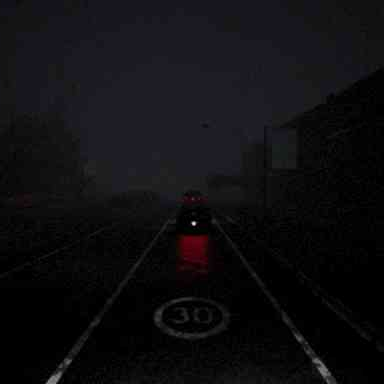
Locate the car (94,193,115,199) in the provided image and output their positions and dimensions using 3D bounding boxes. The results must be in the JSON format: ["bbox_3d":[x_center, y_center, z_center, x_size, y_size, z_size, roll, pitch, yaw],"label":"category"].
[{"bbox_3d":[-21.957,1.053,83.682,4.674,1.452,2.002,0,0,0],"label":"car"}]

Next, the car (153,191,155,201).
[{"bbox_3d":[-8.854,1.004,53.195,4.892,1.521,2.231,0,0,0],"label":"car"}]

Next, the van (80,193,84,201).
[{"bbox_3d":[-22.045,0.772,58.738,4.442,1.987,1.878,0,0,0],"label":"van"}]

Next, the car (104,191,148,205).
[{"bbox_3d":[-8.845,1.039,44.790,4.892,1.521,2.231,0,0,0],"label":"car"}]

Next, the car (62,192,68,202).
[{"bbox_3d":[-21.930,1.054,50.390,4.674,1.452,2.002,0,0,0],"label":"car"}]

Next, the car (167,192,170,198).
[{"bbox_3d":[-8.875,1.011,84.032,5.008,1.535,2.097,0,0,0],"label":"car"}]

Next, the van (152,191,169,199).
[{"bbox_3d":[-8.776,0.812,92.440,4.442,1.987,1.878,0,0,0],"label":"van"}]

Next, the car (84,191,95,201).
[{"bbox_3d":[-21.931,1.039,64.310,4.674,1.452,2.002,0,0,0],"label":"car"}]

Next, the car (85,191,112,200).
[{"bbox_3d":[-21.924,0.752,78.235,5.566,2.045,2.435,0,0,0],"label":"car"}]

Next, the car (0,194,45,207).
[{"bbox_3d":[-21.927,1.057,42.034,5.008,1.535,2.097,0,0,0],"label":"car"}]

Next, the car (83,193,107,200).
[{"bbox_3d":[-21.977,1.030,75.452,4.792,1.488,2.163,0,0,0],"label":"car"}]

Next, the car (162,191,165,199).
[{"bbox_3d":[-8.855,0.998,70.016,5.008,1.535,2.097,0,0,0],"label":"car"}]

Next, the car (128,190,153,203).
[{"bbox_3d":[-8.878,0.772,47.590,5.566,2.045,2.435,0,0,0],"label":"car"}]

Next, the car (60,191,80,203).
[{"bbox_3d":[-21.897,0.876,55.958,4.553,1.767,2.185,0,0,0],"label":"car"}]

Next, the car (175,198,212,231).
[{"bbox_3d":[0.094,1.315,19.232,1.837,1.490,4.892,0,1,0],"label":"car"}]

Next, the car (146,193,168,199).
[{"bbox_3d":[-9.070,1.016,86.832,5.366,1.575,1.946,0,0,0],"label":"car"}]

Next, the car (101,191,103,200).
[{"bbox_3d":[-21.934,1.000,69.882,5.008,1.535,2.097,0,0,0],"label":"car"}]

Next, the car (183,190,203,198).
[{"bbox_3d":[0.097,0.836,39.032,2.150,2.045,5.566,0,1,0],"label":"car"}]

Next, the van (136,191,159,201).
[{"bbox_3d":[-8.973,0.772,67.212,4.442,1.987,1.878,0,0,0],"label":"van"}]

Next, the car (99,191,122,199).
[{"bbox_3d":[-21.939,0.778,89.253,5.566,2.045,2.435,0,0,0],"label":"car"}]

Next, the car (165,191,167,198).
[{"bbox_3d":[-8.893,0.747,72.820,5.566,2.045,2.435,0,0,0],"label":"car"}]

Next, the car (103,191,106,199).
[{"bbox_3d":[-21.915,1.030,72.667,4.792,1.488,2.163,0,0,0],"label":"car"}]

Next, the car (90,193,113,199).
[{"bbox_3d":[-21.951,1.008,81.022,5.008,1.535,2.097,0,0,0],"label":"car"}]

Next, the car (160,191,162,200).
[{"bbox_3d":[-8.848,0.998,64.410,4.892,1.521,2.231,0,0,0],"label":"car"}]

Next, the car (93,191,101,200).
[{"bbox_3d":[-21.751,0.997,67.096,5.366,1.575,1.946,0,0,0],"label":"car"}]

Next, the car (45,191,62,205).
[{"bbox_3d":[-21.934,1.024,47.603,5.008,1.535,2.097,0,0,0],"label":"car"}]

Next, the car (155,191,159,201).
[{"bbox_3d":[-8.877,0.748,56.000,5.566,2.045,2.435,0,0,0],"label":"car"}]

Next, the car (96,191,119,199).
[{"bbox_3d":[-21.935,0.769,86.591,5.566,2.045,2.435,0,0,0],"label":"car"}]
